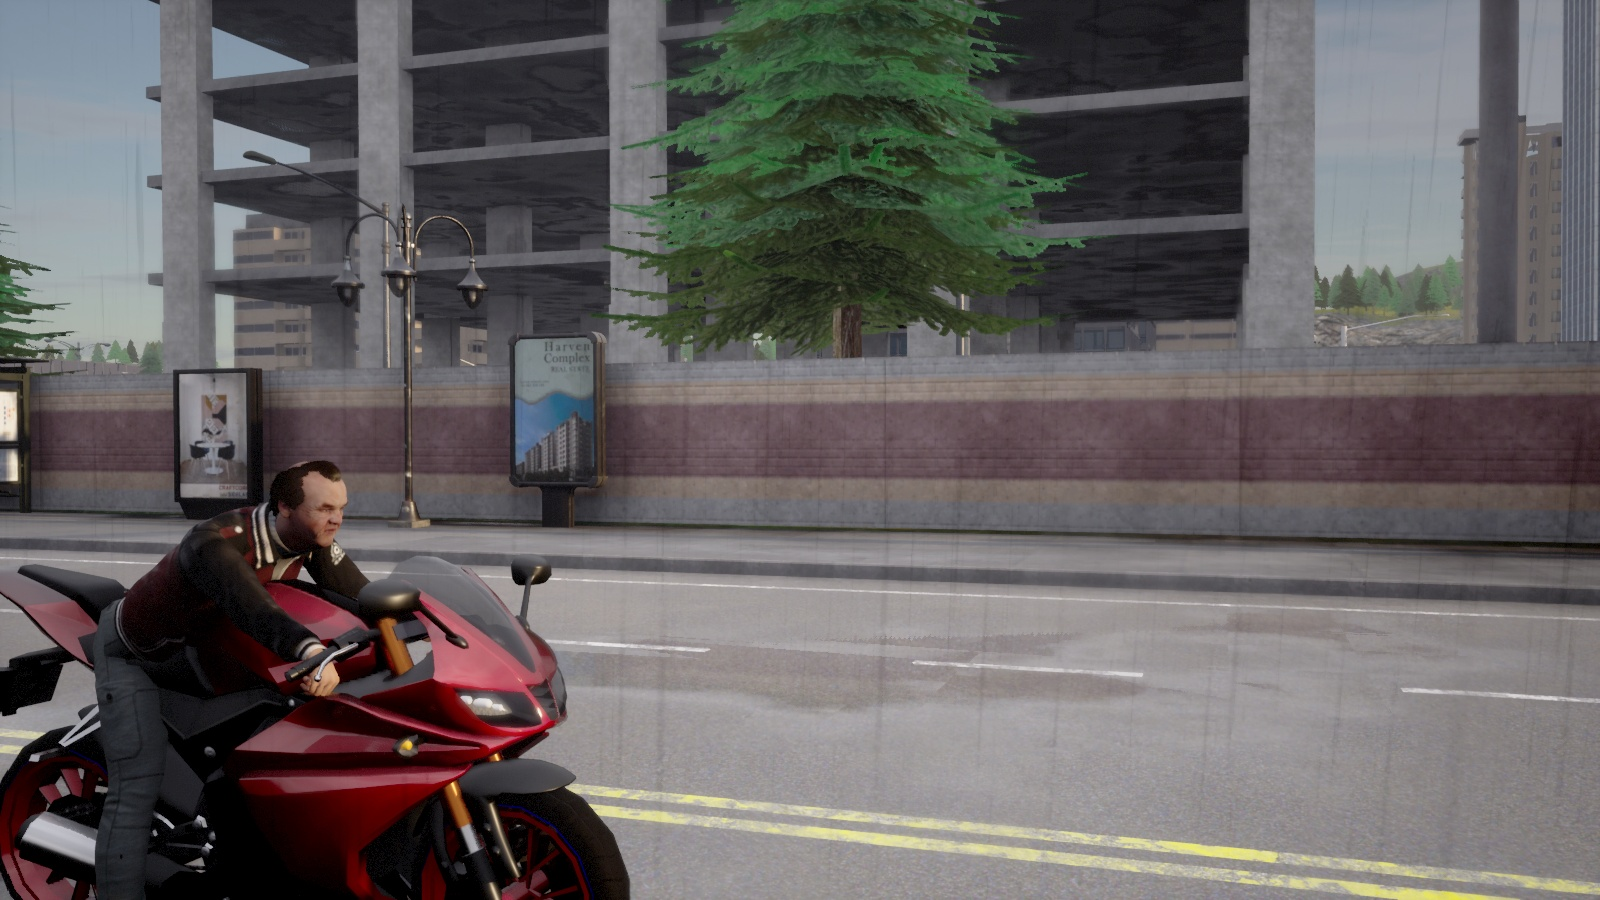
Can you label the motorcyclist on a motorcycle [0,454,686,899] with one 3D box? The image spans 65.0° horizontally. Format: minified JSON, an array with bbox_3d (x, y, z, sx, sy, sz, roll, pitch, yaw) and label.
[{"bbox_3d":[-1.520,0.797,3.704,2.191,1.530,0.866,1,1,19],"label":"motorcyclist on a motorcycle"}]
